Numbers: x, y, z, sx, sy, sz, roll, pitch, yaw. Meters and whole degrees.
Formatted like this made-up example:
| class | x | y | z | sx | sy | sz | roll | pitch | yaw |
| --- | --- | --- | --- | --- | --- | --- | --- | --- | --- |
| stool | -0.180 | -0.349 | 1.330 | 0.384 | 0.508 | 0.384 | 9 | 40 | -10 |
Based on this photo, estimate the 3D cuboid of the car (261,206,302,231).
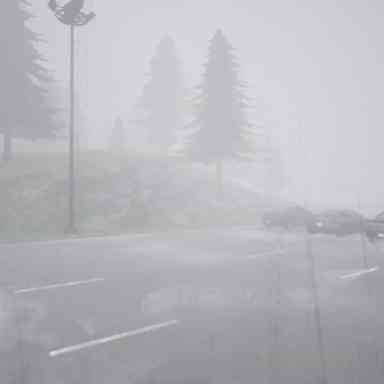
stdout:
| class | x | y | z | sx | sy | sz | roll | pitch | yaw |
| --- | --- | --- | --- | --- | --- | --- | --- | --- | --- |
| car | 6.408 | 1.605 | 21.249 | 4.674 | 1.442 | 1.812 | 0 | 0 | -36 |

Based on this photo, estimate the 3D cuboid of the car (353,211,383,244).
| class | x | y | z | sx | sy | sz | roll | pitch | yaw |
| --- | --- | --- | --- | --- | --- | --- | --- | --- | --- |
| car | 9.702 | 1.566 | 14.972 | 4.902 | 1.511 | 2.128 | 0 | 0 | -35 |

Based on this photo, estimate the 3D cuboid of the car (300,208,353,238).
| class | x | y | z | sx | sy | sz | roll | pitch | yaw |
| --- | --- | --- | --- | --- | --- | --- | --- | --- | --- |
| car | 8.165 | 1.641 | 18.175 | 4.181 | 1.385 | 1.994 | 0 | 0 | -35 |
